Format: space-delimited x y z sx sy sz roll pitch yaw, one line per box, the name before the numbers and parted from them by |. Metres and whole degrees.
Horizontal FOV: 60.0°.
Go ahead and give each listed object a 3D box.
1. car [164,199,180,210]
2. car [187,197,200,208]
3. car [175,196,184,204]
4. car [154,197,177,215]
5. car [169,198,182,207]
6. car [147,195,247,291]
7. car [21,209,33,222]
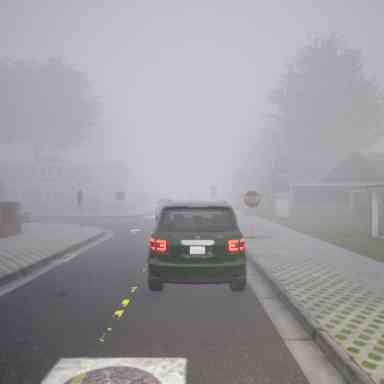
car | -2.719 1.648 45.961 1.994 1.385 4.181 0 0 0
car | 0.232 1.574 50.934 1.882 1.535 5.008 0 0 0
car | -2.573 1.637 69.458 1.882 1.535 5.008 0 0 0
car | -2.754 1.412 35.394 2.097 1.767 4.553 0 0 0
car | -2.683 1.712 56.160 1.895 1.301 4.718 0 0 0
car | 0.121 1.229 9.144 2.150 2.045 5.566 0 0 0
car | -13.584 1.404 23.165 4.674 1.442 1.812 1 0 0
